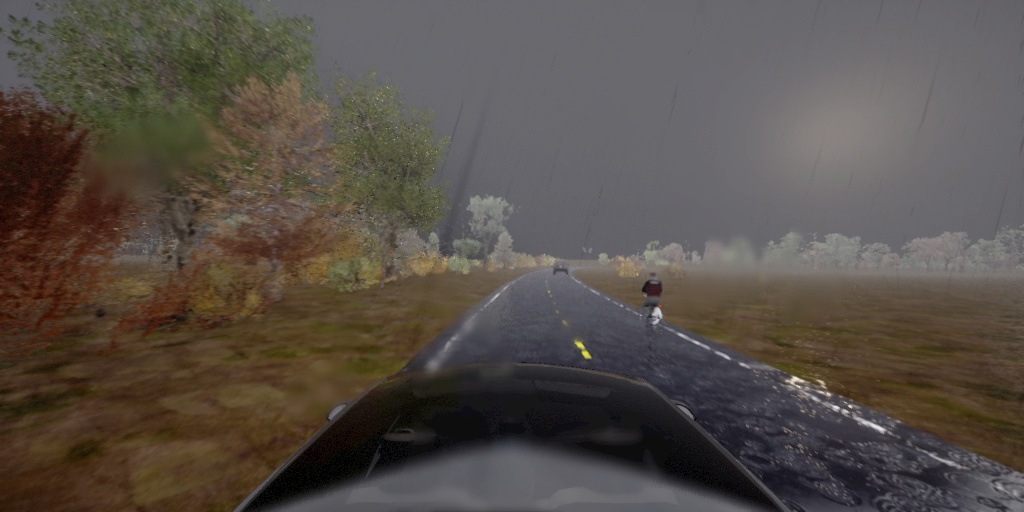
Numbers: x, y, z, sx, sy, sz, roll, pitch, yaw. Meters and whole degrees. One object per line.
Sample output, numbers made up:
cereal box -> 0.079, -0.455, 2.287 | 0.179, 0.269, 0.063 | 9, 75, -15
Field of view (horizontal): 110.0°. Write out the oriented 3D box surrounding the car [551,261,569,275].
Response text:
car -> 7.519, 1.763, 55.332 | 2.150, 2.045, 5.566 | 1, -1, 8

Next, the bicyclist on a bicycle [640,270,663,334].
bicyclist on a bicycle -> 4.060, 1.302, 10.567 | 0.659, 1.776, 1.843 | 1, 0, 2
